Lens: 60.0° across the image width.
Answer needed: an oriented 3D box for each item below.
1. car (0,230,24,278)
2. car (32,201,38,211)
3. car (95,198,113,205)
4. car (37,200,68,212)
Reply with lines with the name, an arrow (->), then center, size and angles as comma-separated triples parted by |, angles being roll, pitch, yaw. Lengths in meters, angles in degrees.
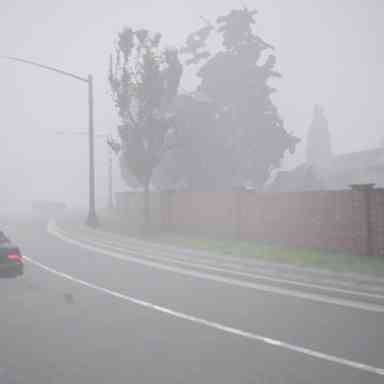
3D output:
car -> -6.448, 1.683, 9.738 | 2.033, 1.411, 5.357 | 0, 0, -40
car -> -22.874, 2.024, 51.774 | 1.882, 1.535, 5.008 | -1, 0, 5
car -> -18.358, 1.989, 69.888 | 2.128, 1.511, 4.902 | -2, -1, 16
car -> -18.742, 1.983, 45.572 | 1.994, 1.385, 4.181 | -2, 0, 5
